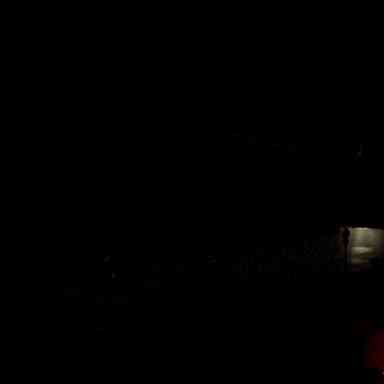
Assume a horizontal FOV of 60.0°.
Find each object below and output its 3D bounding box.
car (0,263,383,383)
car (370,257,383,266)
[{"bbox_3d":[0.007,1.539,2.818,4.507,1.381,1.887,0,0,-35],"label":"car"},{"bbox_3d":[4.507,1.568,6.013,4.313,1.339,1.947,0,0,-35],"label":"car"}]
